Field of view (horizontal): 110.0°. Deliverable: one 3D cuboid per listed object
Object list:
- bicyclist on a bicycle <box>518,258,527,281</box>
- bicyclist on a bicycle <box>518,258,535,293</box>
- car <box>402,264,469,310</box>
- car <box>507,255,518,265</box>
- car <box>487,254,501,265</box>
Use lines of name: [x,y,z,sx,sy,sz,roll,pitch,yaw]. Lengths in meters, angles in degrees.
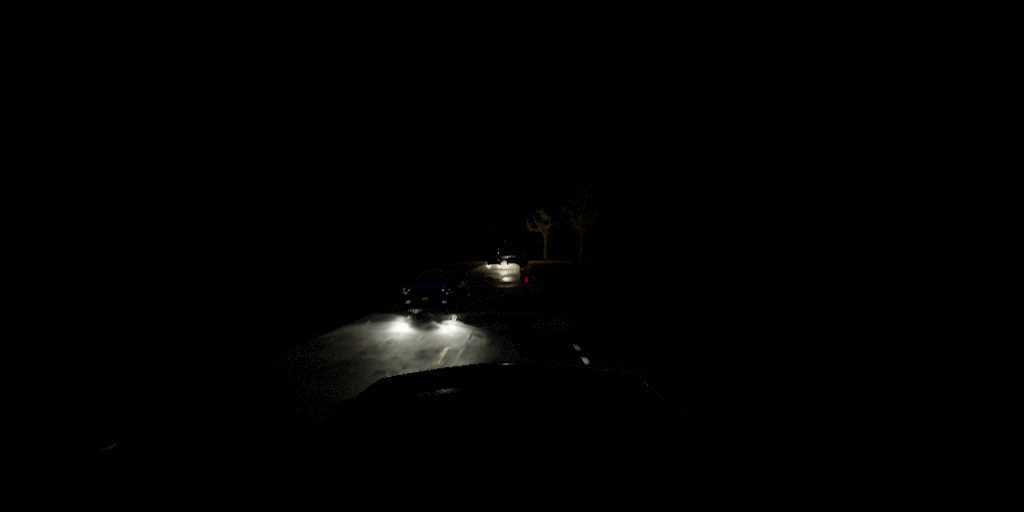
bicyclist on a bicycle: [0.754,0.961,26.412,0.582,1.620,1.656,0,0,0]
bicyclist on a bicycle: [0.735,1.026,18.220,0.866,1.612,1.509,0,1,0]
car: [-2.848,1.106,14.232,1.882,1.535,5.008,0,1,0]
car: [0.053,0.762,60.468,1.895,1.301,4.718,0,1,0]
car: [-2.784,0.547,57.316,2.097,1.767,4.553,0,1,1]
